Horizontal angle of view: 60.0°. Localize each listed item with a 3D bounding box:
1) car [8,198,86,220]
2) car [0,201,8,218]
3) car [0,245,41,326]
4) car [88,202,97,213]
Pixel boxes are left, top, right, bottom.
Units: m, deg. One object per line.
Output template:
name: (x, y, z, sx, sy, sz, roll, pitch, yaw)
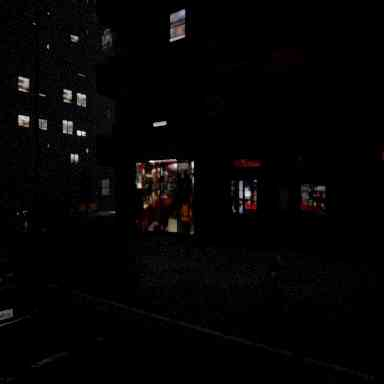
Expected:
car: (-11.109, 1.283, 25.834, 1.837, 1.490, 4.892, 0, 1, 35)
car: (-14.075, 1.350, 26.090, 2.008, 1.369, 4.403, 1, 1, 35)
car: (-4.505, 1.551, 6.083, 4.403, 1.369, 2.008, 0, 0, 35)
car: (-10.987, 1.250, 30.516, 1.752, 1.417, 4.829, 1, 1, 35)
